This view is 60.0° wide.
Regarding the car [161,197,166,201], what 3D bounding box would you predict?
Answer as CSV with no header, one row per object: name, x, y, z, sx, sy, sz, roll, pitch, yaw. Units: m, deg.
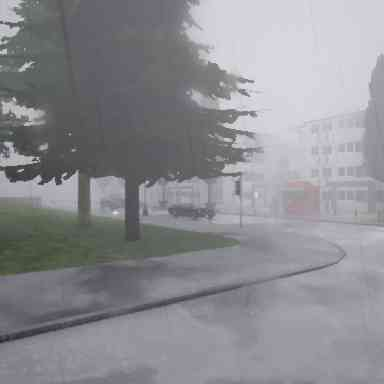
car,-5.271,1.515,83.164,4.536,1.218,1.853,0,0,-6

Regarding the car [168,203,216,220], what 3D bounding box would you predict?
car,-0.061,1.601,28.300,1.895,1.301,4.718,0,0,-36

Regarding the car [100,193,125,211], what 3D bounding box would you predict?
car,-9.736,1.212,41.884,2.150,2.045,5.566,0,1,-35

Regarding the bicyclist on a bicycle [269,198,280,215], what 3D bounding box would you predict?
bicyclist on a bicycle,7.855,1.349,31.665,1.656,1.620,0.582,0,0,-36

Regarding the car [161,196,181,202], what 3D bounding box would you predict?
car,-5.219,1.673,83.170,4.974,1.542,2.038,0,0,-6
